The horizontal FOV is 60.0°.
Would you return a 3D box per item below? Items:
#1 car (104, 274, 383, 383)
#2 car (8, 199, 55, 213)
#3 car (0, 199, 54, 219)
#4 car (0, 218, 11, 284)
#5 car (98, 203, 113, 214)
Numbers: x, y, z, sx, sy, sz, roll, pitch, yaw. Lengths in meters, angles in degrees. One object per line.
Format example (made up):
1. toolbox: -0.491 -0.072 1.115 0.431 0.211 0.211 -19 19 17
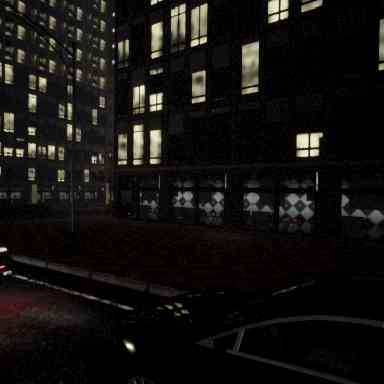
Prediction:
1. car: 1.335 1.491 2.728 4.902 1.511 2.128 0 0 35
2. car: -19.143 1.643 39.917 1.752 1.417 4.829 1 0 36
3. car: -15.635 1.519 30.547 2.192 1.841 5.009 1 0 36
4. car: -6.346 1.487 8.185 4.902 1.511 2.128 0 0 36
5. car: -8.848 1.830 39.766 1.752 1.417 4.829 1 0 36
